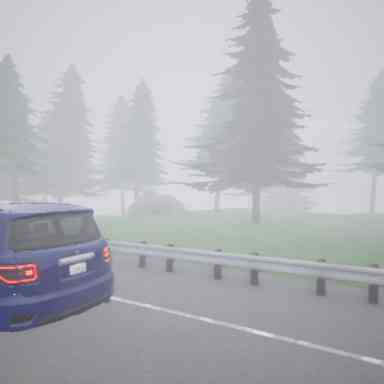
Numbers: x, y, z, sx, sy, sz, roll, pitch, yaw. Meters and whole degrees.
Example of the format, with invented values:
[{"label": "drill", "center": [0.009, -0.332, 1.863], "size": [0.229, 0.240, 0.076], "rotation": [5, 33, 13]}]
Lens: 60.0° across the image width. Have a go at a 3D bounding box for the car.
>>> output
[{"label": "car", "center": [-4.022, 1.221, 6.241], "size": [5.566, 2.045, 2.150], "rotation": [0, 0, 29]}]
